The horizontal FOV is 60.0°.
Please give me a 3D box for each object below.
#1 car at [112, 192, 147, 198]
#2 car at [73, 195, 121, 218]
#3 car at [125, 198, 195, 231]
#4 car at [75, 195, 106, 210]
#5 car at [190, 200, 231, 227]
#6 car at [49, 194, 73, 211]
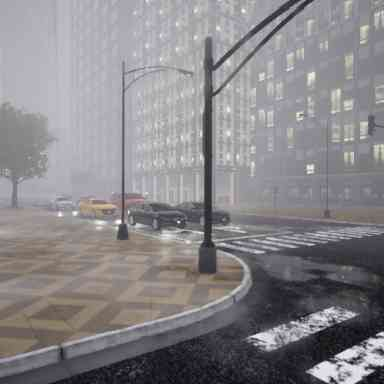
[{"bbox_3d":[-5.514,1.008,29.726,2.150,2.045,5.566,0,0,-37],"label":"car"},{"bbox_3d":[-7.808,1.254,27.371,1.882,1.535,5.008,0,0,-37],"label":"car"},{"bbox_3d":[-2.153,1.357,19.777,1.837,1.490,4.892,0,0,-37],"label":"car"},{"bbox_3d":[-11.679,1.177,38.024,1.882,1.535,5.008,0,0,-37],"label":"car"},{"bbox_3d":[0.421,1.344,21.763,1.882,1.535,5.008,0,0,-37],"label":"car"},{"bbox_3d":[-13.932,1.216,35.605,1.812,1.442,4.674,0,0,-37],"label":"car"}]
